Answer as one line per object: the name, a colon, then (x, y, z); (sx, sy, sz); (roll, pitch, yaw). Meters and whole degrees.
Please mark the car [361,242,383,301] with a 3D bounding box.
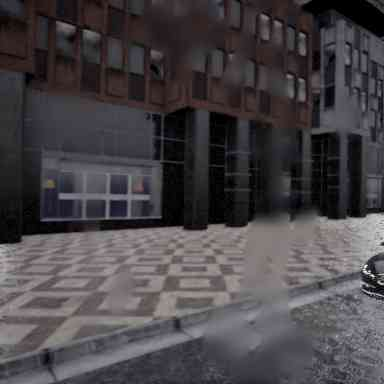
car: (5.689, 1.537, 7.421); (4.892, 1.490, 1.837); (0, 0, -35)
